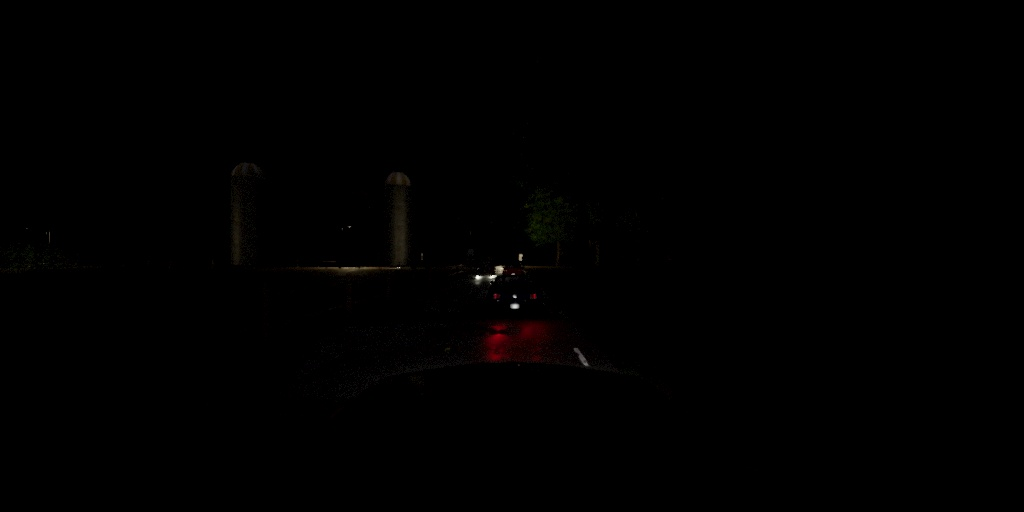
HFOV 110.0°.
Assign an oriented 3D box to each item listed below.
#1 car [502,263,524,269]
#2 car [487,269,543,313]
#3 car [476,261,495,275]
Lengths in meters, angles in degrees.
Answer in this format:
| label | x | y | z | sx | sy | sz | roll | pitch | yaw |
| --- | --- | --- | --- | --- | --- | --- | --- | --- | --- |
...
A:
| label | x | y | z | sx | sy | sz | roll | pitch | yaw |
| --- | --- | --- | --- | --- | --- | --- | --- | --- | --- |
| car | 0.091 | 1.334 | 31.754 | 1.812 | 1.442 | 4.674 | 0 | 0 | 0 |
| car | 0.098 | 1.369 | 14.053 | 1.895 | 1.301 | 4.718 | 0 | 0 | 0 |
| car | -2.853 | 1.312 | 39.765 | 1.882 | 1.535 | 5.008 | 0 | 0 | 0 |
